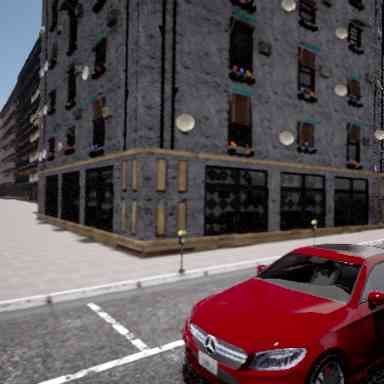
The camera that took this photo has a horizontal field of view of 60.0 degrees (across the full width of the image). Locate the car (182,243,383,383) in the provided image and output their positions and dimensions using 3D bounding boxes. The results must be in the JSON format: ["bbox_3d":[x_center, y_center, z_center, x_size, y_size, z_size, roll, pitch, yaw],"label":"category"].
[{"bbox_3d":[2.065,1.542,4.838,4.674,1.442,1.812,0,0,-35],"label":"car"}]
